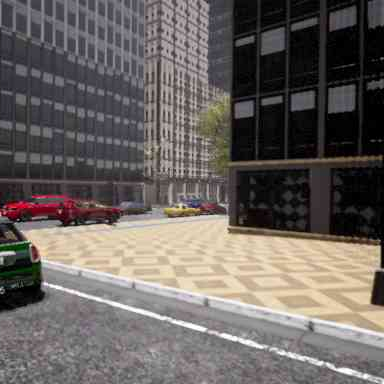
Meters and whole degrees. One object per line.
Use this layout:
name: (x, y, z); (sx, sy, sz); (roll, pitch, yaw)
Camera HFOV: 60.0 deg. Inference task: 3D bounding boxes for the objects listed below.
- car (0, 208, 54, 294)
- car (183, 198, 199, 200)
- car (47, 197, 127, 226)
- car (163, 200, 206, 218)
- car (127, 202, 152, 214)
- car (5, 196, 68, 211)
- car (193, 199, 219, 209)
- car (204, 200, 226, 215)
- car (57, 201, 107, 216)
car: (-5.435, 1.346, 7.561); (4.553, 1.767, 2.097); (0, 0, 36)
car: (-0.554, 1.641, 44.456); (2.097, 1.767, 4.553); (1, 0, 37)
car: (-7.760, 1.522, 25.003); (2.192, 1.841, 5.009); (1, 0, 36)
car: (-0.955, 1.834, 34.209); (1.752, 1.417, 4.829); (1, 0, 36)
car: (-6.675, 1.747, 36.199); (2.033, 1.411, 5.357); (1, 0, 37)
car: (-12.755, 1.331, 27.958); (2.150, 2.045, 5.566); (1, 0, 36)
car: (2.259, 1.884, 52.651); (1.947, 1.339, 4.313); (1, 0, 36)
car: (2.297, 1.938, 38.608); (1.802, 1.307, 4.206); (1, 0, 36)
car: (-11.250, 1.646, 34.381); (1.752, 1.417, 4.829); (1, 0, 36)
